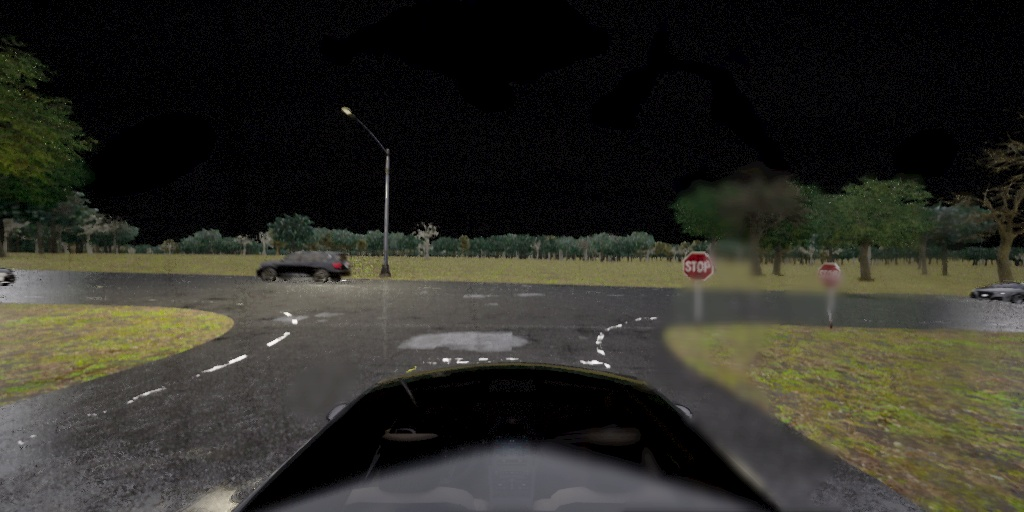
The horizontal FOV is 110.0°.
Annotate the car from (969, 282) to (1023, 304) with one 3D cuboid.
[{"bbox_3d":[32.811,2.409,23.348,4.181,1.385,1.994,1,1,0],"label":"car"}]

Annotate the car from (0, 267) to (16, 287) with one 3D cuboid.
[{"bbox_3d":[-26.204,0.739,16.578,4.902,1.511,2.128,2,1,0],"label":"car"}]

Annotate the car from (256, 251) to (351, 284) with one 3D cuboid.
[{"bbox_3d":[-13.524,0.697,23.545,5.566,2.045,2.150,2,1,0],"label":"car"}]
